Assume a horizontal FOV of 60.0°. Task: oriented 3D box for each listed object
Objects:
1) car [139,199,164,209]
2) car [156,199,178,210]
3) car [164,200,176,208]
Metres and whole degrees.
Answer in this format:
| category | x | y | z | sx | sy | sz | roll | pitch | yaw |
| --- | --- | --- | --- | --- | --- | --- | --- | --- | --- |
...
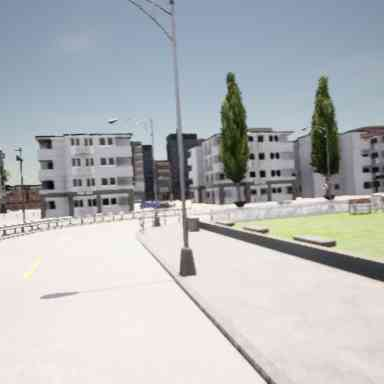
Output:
| category | x | y | z | sx | sy | sz | roll | pitch | yaw |
| --- | --- | --- | --- | --- | --- | --- | --- | --- | --- |
| car | -6.892 | 2.011 | 55.019 | 3.633 | 1.501 | 1.845 | -3 | 0 | -4 |
| car | -4.095 | 2.089 | 55.437 | 2.038 | 1.542 | 4.974 | -3 | 0 | 14 |
| car | -4.117 | 1.932 | 55.387 | 1.853 | 1.218 | 4.536 | -3 | 0 | 14 |
